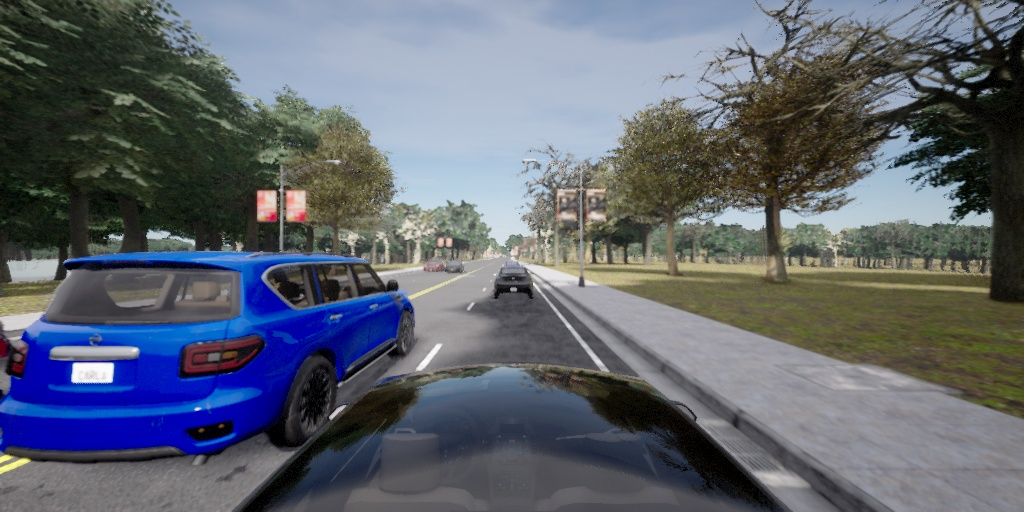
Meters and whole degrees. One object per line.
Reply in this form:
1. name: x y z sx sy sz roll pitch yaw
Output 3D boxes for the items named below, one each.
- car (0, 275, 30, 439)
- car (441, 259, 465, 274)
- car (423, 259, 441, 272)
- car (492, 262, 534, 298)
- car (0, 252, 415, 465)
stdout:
1. car: -6.601 1.103 1.855 2.097 1.767 4.553 0 0 0
2. car: -6.750 1.270 42.514 1.882 1.535 5.008 0 0 0
3. car: -10.022 1.152 46.321 2.097 1.767 4.553 0 0 0
4. car: 0.070 1.264 18.476 1.837 1.490 4.892 0 0 0
5. car: -3.152 0.972 5.378 2.150 2.045 5.566 0 0 0
